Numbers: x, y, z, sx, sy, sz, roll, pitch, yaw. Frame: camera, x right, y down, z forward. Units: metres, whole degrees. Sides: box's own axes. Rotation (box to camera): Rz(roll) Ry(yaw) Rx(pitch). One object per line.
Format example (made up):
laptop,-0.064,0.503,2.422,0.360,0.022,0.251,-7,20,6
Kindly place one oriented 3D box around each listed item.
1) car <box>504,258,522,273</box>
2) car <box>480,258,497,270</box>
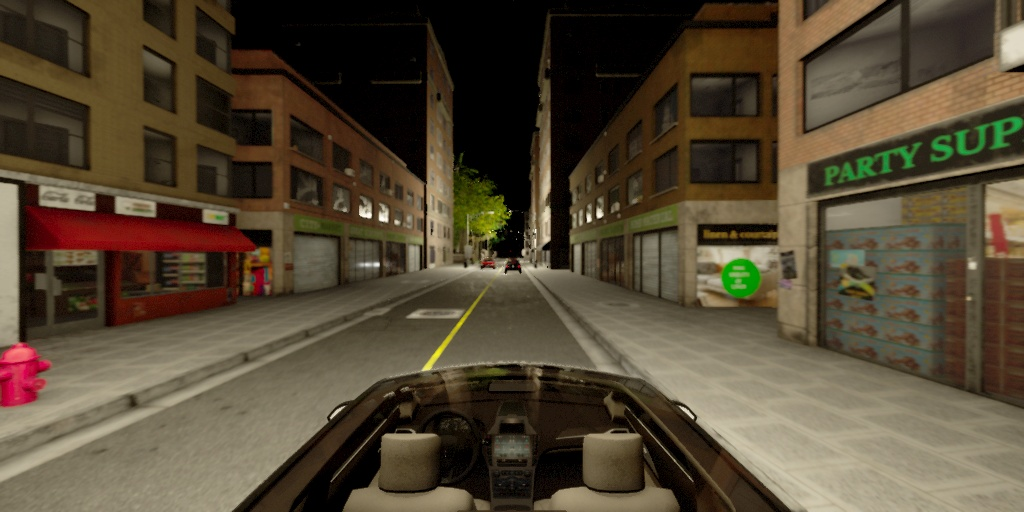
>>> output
car,0.111,1.102,39.222,2.033,1.411,5.357,0,0,0
car,-3.060,1.040,46.746,1.812,1.442,4.674,0,0,0
